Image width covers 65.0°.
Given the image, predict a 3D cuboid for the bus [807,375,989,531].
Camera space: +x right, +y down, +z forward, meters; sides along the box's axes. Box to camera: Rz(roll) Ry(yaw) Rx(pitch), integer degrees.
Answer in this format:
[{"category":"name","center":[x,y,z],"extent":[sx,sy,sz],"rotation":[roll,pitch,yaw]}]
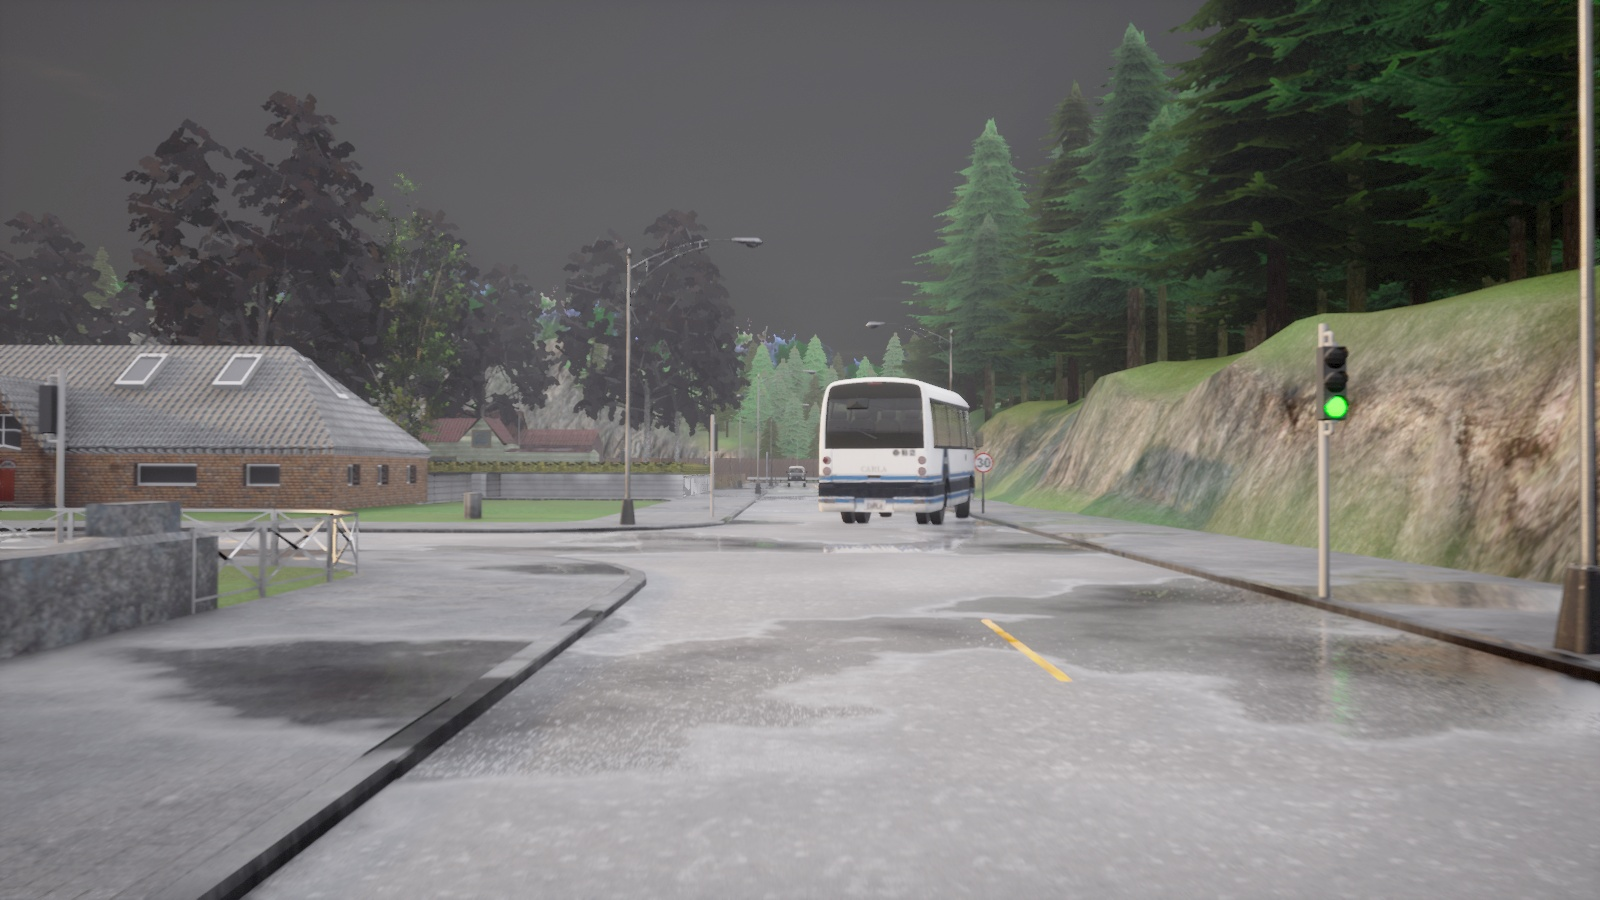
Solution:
[{"category":"bus","center":[3.431,0.108,39.862],"extent":[3.944,4.253,10.273],"rotation":[-1,0,15]}]
